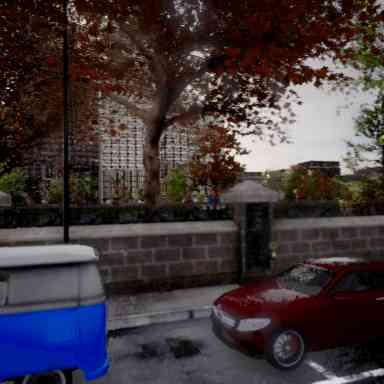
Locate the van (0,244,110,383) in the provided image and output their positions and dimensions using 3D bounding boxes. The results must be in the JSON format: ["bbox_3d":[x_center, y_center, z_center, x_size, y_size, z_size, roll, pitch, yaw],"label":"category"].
[{"bbox_3d":[-2.981,1.610,4.055,3.998,1.788,1.690,0,-3,-17],"label":"van"}]

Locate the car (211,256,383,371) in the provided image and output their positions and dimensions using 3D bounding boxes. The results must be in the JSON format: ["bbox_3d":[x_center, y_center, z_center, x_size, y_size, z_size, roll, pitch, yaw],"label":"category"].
[{"bbox_3d":[2.402,1.816,5.711,4.206,1.307,1.802,0,-3,-17],"label":"car"}]
